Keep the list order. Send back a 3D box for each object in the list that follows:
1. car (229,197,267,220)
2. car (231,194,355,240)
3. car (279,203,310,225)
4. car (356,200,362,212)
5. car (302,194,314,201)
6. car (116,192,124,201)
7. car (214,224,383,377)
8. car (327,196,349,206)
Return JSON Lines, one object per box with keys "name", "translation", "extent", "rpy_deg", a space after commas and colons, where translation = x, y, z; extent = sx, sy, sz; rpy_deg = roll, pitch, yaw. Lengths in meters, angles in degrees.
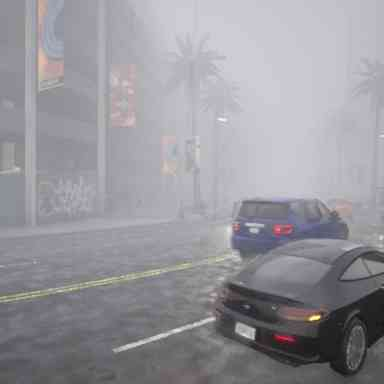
{"name": "car", "translation": [4.568, 1.224, 26.456], "extent": [2.128, 1.511, 4.902], "rpy_deg": [0, 0, 21]}
{"name": "car", "translation": [3.592, 1.213, 11.650], "extent": [2.150, 2.045, 5.566], "rpy_deg": [0, 0, 42]}
{"name": "car", "translation": [7.838, 1.595, 25.210], "extent": [1.994, 1.385, 4.181], "rpy_deg": [0, 0, 21]}
{"name": "car", "translation": [17.873, 1.456, 38.178], "extent": [1.882, 1.535, 5.008], "rpy_deg": [0, 0, 11]}
{"name": "car", "translation": [29.243, 1.301, 83.729], "extent": [2.185, 1.767, 4.553], "rpy_deg": [0, 0, 10]}
{"name": "car", "translation": [-11.626, 0.978, 53.577], "extent": [2.435, 2.045, 5.566], "rpy_deg": [0, 0, 10]}
{"name": "car", "translation": [2.370, 1.523, 5.573], "extent": [4.674, 1.442, 1.812], "rpy_deg": [0, 0, -41]}
{"name": "car", "translation": [24.054, 1.449, 54.816], "extent": [2.231, 1.521, 4.892], "rpy_deg": [0, 0, 10]}
